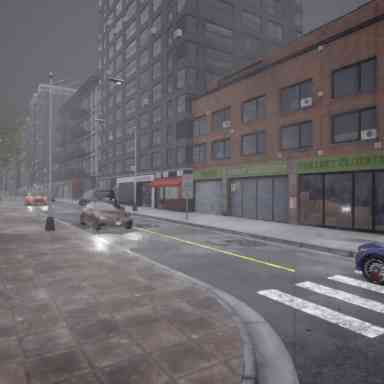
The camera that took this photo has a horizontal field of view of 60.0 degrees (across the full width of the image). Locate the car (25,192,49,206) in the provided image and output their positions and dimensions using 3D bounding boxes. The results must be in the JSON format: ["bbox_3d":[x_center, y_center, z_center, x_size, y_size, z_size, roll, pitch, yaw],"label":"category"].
[{"bbox_3d":[-18.687,0.731,39.986,2.097,1.767,4.553,0,0,-32],"label":"car"}]

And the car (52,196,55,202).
[{"bbox_3d":[-22.605,0.951,51.455,1.895,1.301,4.718,0,0,-32],"label":"car"}]

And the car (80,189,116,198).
[{"bbox_3d":[-8.331,0.772,29.131,2.150,2.045,5.566,0,1,-32],"label":"car"}]

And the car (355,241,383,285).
[{"bbox_3d":[5.855,1.483,6.892,1.812,1.442,4.674,0,1,-33],"label":"car"}]

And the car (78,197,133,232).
[{"bbox_3d":[-4.813,1.217,18.115,1.812,1.442,4.674,0,1,-33],"label":"car"}]
